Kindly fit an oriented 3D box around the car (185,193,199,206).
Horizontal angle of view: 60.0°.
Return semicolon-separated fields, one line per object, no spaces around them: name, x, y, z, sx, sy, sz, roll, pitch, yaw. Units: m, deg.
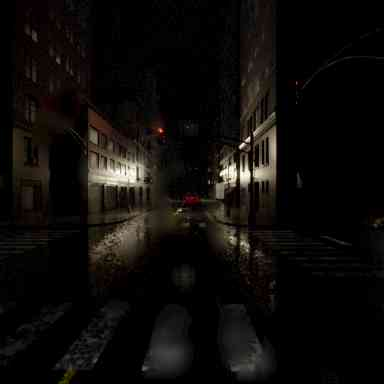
car;-0.022;1.191;54.714;2.150;2.045;5.566;0;0;0

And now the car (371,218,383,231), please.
car;12.383;1.514;18.053;4.829;1.417;1.752;0;0;0
